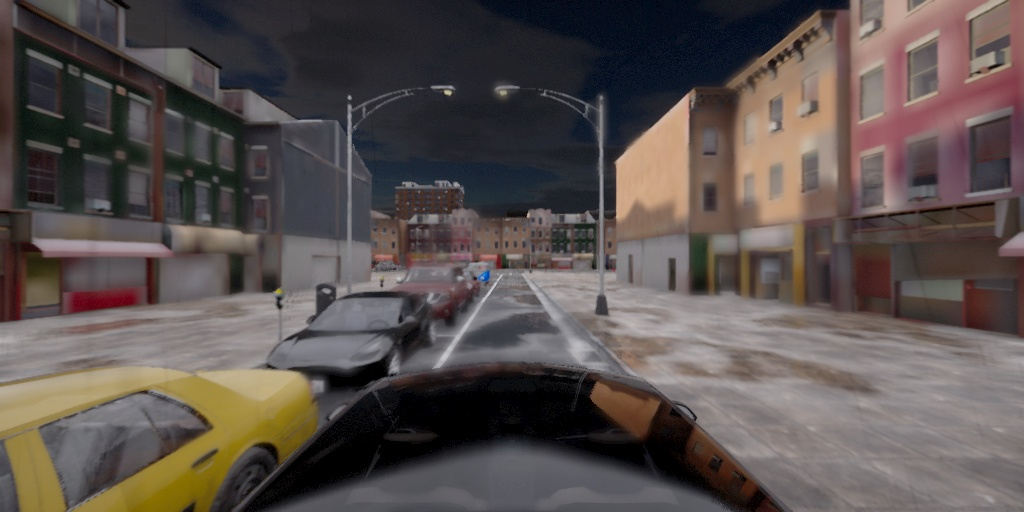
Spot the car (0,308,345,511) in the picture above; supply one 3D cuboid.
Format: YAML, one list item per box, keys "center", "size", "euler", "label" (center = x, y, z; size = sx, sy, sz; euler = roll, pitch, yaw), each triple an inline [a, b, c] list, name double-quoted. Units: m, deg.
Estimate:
- center: [-2.637, 1.273, 1.316]
  size: [1.751, 1.417, 4.829]
  euler: [0, 0, 0]
  label: "car"

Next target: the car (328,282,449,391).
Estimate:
- center: [-2.639, 1.379, 6.913]
  size: [1.948, 1.339, 4.313]
  euler: [0, 0, 0]
  label: "car"

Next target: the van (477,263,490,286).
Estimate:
- center: [-2.646, 1.426, 28.619]
  size: [1.690, 1.789, 3.998]
  euler: [0, 0, 0]
  label: "van"

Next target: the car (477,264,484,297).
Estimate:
- center: [-2.642, 1.388, 17.765]
  size: [1.967, 1.591, 4.097]
  euler: [0, 0, 0]
  label: "car"

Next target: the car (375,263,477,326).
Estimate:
- center: [-2.641, 1.195, 12.339]
  size: [2.192, 1.841, 5.009]
  euler: [0, 0, 0]
  label: "car"

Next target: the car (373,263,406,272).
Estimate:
- center: [-20.566, 1.941, 60.475]
  size: [4.902, 1.511, 2.128]
  euler: [0, 0, 0]
  label: "car"
